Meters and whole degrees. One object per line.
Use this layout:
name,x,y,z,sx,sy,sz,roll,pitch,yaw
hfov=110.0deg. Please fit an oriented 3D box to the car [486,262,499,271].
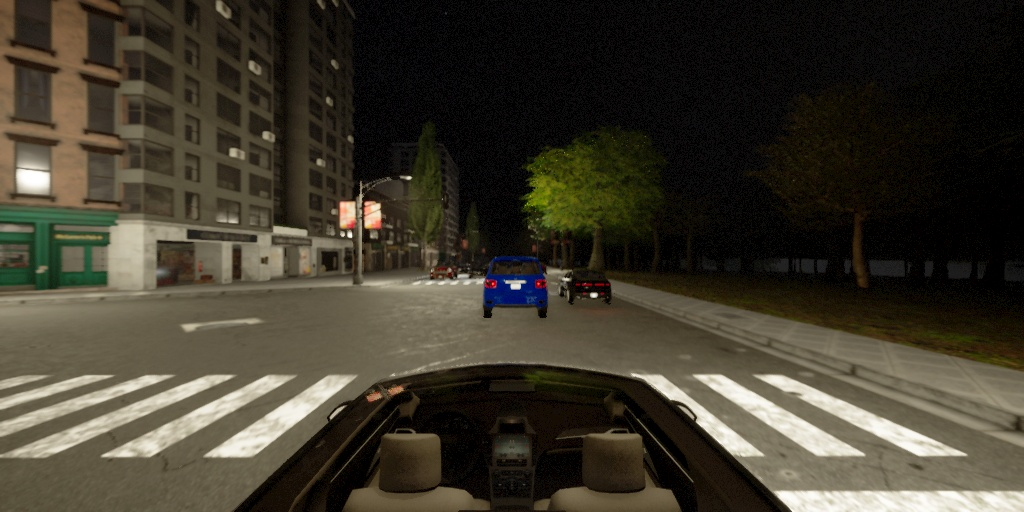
car,-3.272,1.714,60.498,1.812,1.442,4.674,0,-1,0

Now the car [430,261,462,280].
car,-6.589,1.339,35.240,2.097,1.767,4.553,0,0,0

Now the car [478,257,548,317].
car,0.099,1.055,13.714,2.150,2.045,5.566,0,-1,0

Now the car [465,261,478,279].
car,-3.334,1.503,36.875,1.837,1.490,4.892,0,0,0

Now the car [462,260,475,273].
car,-6.582,1.563,47.095,2.128,1.511,4.902,0,0,0

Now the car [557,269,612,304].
car,3.348,1.363,17.069,1.837,1.490,4.892,0,0,0

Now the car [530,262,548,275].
car,3.347,1.541,45.781,1.882,1.535,5.008,0,0,0
